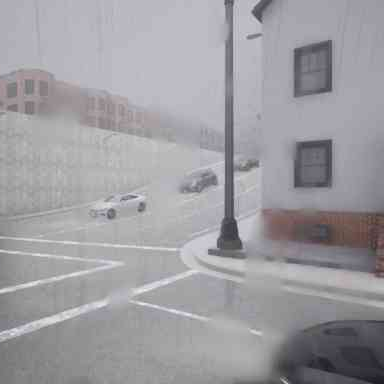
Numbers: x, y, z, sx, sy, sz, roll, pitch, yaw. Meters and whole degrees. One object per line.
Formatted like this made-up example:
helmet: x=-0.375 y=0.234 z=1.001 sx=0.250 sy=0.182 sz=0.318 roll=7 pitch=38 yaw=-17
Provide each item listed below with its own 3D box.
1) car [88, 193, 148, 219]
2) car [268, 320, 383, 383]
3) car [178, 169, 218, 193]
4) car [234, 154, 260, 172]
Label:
car: x=-5.071 y=0.864 z=23.311 sx=1.812 sy=1.442 sz=4.674 roll=0 pitch=7 yaw=35
car: x=2.773 y=1.526 z=1.993 sx=4.674 sy=1.442 sz=1.812 roll=0 pitch=0 yaw=36
car: x=0.553 y=-1.125 z=31.338 sx=2.097 sy=1.767 sz=4.553 roll=0 pitch=13 yaw=34
car: x=6.235 y=-3.503 z=39.356 sx=2.097 sy=1.767 sz=4.553 roll=0 pitch=14 yaw=35
